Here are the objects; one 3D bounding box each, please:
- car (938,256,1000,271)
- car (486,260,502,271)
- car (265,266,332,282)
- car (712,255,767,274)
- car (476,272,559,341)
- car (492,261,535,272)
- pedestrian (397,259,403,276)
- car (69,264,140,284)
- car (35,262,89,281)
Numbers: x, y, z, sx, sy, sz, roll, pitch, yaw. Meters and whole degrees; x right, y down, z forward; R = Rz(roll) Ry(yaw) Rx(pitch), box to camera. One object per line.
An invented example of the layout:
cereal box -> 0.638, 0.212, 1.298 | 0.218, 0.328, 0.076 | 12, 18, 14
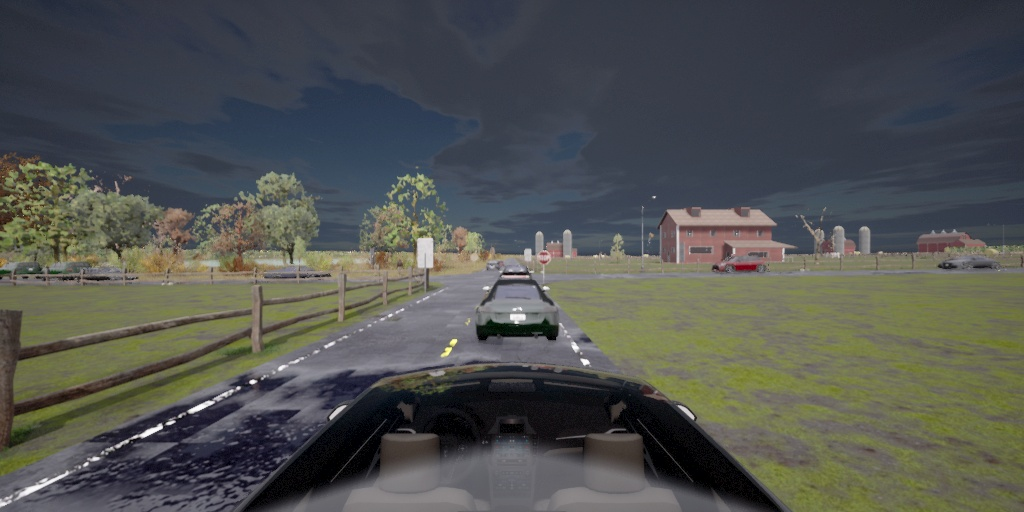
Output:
car -> 44.330, 0.680, 34.845 | 4.181, 1.385, 1.994 | -1, 0, 1
car -> -2.718, 1.347, 51.530 | 1.812, 1.442, 4.674 | 0, 0, 0
car -> -19.350, 1.603, 32.609 | 5.357, 1.411, 2.033 | -1, 0, 1
car -> 22.146, 0.800, 35.123 | 4.553, 1.767, 2.097 | -1, 0, 1
car -> 0.122, 1.325, 9.948 | 1.994, 1.385, 4.181 | 0, 0, 0
car -> 0.285, 1.269, 21.128 | 2.128, 1.511, 4.902 | 0, 0, 3
pedestrian -> -12.069, 1.217, 38.499 | 0.375, 1.860, 0.375 | 0, 1, 1
car -> -37.469, 1.792, 33.366 | 4.902, 1.511, 2.128 | -1, 0, 6
car -> -47.488, 1.638, 38.278 | 5.566, 2.045, 2.150 | -1, 0, 18
